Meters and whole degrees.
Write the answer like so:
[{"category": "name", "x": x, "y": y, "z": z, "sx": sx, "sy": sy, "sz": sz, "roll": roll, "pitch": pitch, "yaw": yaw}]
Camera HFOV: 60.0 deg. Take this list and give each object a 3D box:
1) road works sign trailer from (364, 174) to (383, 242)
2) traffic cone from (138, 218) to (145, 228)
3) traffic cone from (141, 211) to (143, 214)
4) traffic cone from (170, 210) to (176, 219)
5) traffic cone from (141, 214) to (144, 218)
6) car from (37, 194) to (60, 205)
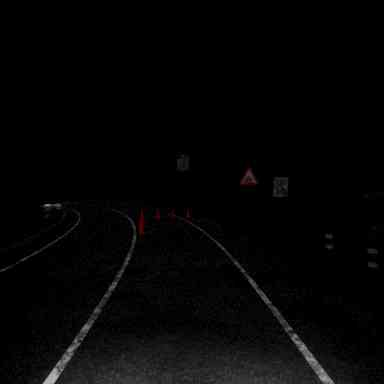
[{"category": "road works sign trailer", "x": 7.391, "y": 0.813, "z": 10.800, "sx": 2.380, "sy": 2.880, "sz": 3.560, "roll": 43, "pitch": 2, "yaw": -1}, {"category": "traffic cone", "x": -2.414, "y": 1.661, "z": 15.749, "sx": 0.340, "sy": 0.580, "sz": 0.340, "roll": -1, "pitch": 2, "yaw": -8}, {"category": "traffic cone", "x": -2.961, "y": 1.557, "z": 19.711, "sx": 0.340, "sy": 0.580, "sz": 0.340, "roll": -1, "pitch": 2, "yaw": -8}, {"category": "traffic cone", "x": -1.262, "y": 1.453, "z": 21.954, "sx": 0.340, "sy": 0.580, "sz": 0.340, "roll": -1, "pitch": 2, "yaw": -7}, {"category": "traffic cone", "x": -2.688, "y": 1.610, "z": 17.730, "sx": 0.340, "sy": 0.580, "sz": 0.340, "roll": -1, "pitch": 2, "yaw": -8}, {"category": "car", "x": -20.164, "y": 0.959, "z": 46.512, "sx": 1.812, "sy": 1.442, "sz": 4.674, "roll": -6, "pitch": 3, "yaw": -44}]
